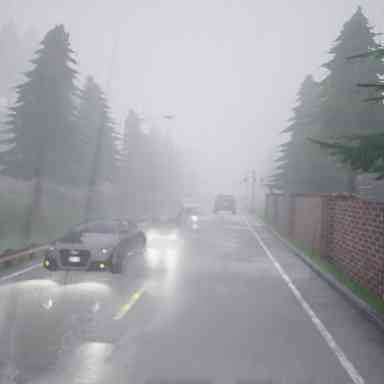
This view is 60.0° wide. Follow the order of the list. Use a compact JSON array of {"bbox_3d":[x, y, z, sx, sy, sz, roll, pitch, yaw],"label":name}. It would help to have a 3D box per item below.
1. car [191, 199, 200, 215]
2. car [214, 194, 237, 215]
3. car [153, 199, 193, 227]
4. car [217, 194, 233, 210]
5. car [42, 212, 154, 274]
[{"bbox_3d":[-0.221,1.434,34.120,1.882,1.535,5.008,2,0,6],"label":"car"},{"bbox_3d":[3.482,1.277,34.898,2.150,2.045,5.566,2,0,7],"label":"car"},{"bbox_3d":[-1.447,1.430,22.454,2.128,1.511,4.902,2,0,6],"label":"car"},{"bbox_3d":[4.733,1.299,47.462,2.150,2.045,5.566,2,0,6],"label":"car"},{"bbox_3d":[-2.702,1.481,10.199,1.994,1.385,4.181,2,0,6],"label":"car"}]
